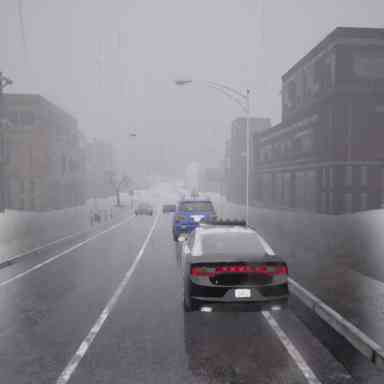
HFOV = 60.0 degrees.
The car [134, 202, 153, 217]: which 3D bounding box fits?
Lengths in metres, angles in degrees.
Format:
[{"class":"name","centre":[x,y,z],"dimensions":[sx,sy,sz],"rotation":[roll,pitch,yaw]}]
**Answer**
[{"class":"car","centre":[-5.802,2.026,40.539],"dimensions":[2.097,1.767,4.553],"rotation":[0,0,-5]}]

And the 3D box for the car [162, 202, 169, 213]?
[{"class":"car","centre":[-3.145,2.130,46.738],"dimensions":[1.882,1.535,5.008],"rotation":[0,0,-4]}]

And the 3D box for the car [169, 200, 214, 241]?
[{"class":"car","centre":[0.048,1.435,17.985],"dimensions":[2.150,2.045,5.566],"rotation":[0,-1,-5]}]

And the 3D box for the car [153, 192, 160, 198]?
[{"class":"car","centre":[-9.867,0.858,92.153],"dimensions":[2.128,1.511,4.902],"rotation":[0,1,-5]}]

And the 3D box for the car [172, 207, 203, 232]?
[{"class":"car","centre":[-0.433,1.853,23.954],"dimensions":[1.882,1.535,5.008],"rotation":[0,-2,-5]}]

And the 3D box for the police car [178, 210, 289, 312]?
[{"class":"police car","centre":[0.708,1.464,7.981],"dimensions":[1.930,1.638,5.238],"rotation":[0,-1,-3]}]
